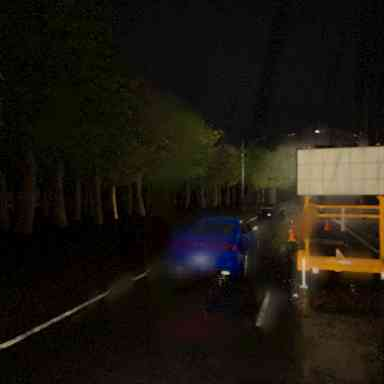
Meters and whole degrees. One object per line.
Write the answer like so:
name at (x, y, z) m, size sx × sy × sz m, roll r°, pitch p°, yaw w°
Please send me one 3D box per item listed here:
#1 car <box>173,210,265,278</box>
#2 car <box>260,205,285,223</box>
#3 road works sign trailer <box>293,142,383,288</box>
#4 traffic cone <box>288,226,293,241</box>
car at (0.996, 1.544, 10.531) m, size 1.882 × 1.535 × 5.008 m, roll 0°, pitch 0°, yaw 18°
car at (6.687, 1.778, 27.953) m, size 1.994 × 1.385 × 4.181 m, roll 0°, pitch -1°, yaw 18°
road works sign trailer at (4.067, 0.514, 9.001) m, size 2.380 × 3.560 × 2.880 m, roll 0°, pitch 0°, yaw 18°
traffic cone at (4.830, 2.063, 16.106) m, size 0.340 × 0.580 × 0.340 m, roll 0°, pitch -1°, yaw 18°
